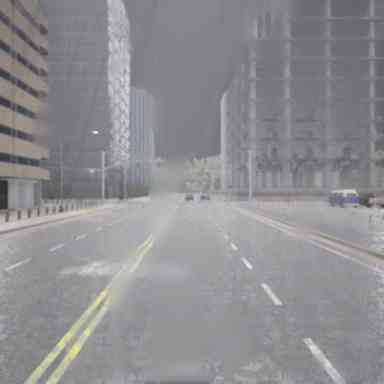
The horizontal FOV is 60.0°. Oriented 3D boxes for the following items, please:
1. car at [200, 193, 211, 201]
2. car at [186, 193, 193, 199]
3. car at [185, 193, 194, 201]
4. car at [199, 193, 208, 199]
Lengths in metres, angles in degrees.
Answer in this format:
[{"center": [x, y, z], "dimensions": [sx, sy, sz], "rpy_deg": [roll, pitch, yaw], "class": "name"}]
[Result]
[{"center": [2.997, 1.088, 72.150], "dimensions": [1.882, 1.535, 5.008], "rpy_deg": [0, 0, 0], "class": "car"}, {"center": [-0.604, 0.977, 82.424], "dimensions": [1.837, 1.490, 4.892], "rpy_deg": [0, 0, 0], "class": "car"}, {"center": [-0.530, 1.222, 72.337], "dimensions": [1.895, 1.301, 4.718], "rpy_deg": [0, 0, 0], "class": "car"}, {"center": [2.896, 1.004, 82.450], "dimensions": [2.033, 1.411, 5.357], "rpy_deg": [0, 0, 0], "class": "car"}]
